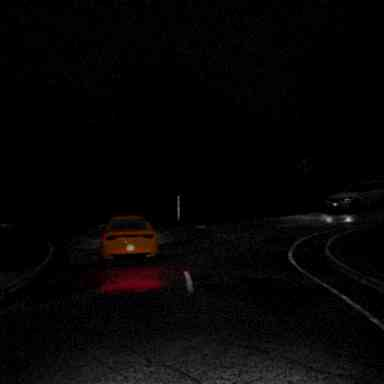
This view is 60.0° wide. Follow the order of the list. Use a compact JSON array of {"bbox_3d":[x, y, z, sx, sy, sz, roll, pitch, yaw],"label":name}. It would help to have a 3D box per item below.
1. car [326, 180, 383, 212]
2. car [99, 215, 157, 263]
[{"bbox_3d":[12.855,0.256,25.434,5.566,2.045,2.150,-7,2,-26],"label":"car"},{"bbox_3d":[-2.522,1.636,12.802,1.882,1.535,5.008,0,-1,-14],"label":"car"}]
